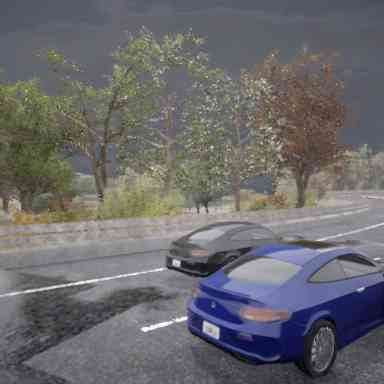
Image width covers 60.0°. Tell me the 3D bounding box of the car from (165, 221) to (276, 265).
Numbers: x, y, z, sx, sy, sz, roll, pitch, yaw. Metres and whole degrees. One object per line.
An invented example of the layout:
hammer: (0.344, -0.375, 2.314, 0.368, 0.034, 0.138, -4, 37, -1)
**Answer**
car: (1.430, 1.560, 9.469, 4.674, 1.442, 1.812, 0, 0, -38)

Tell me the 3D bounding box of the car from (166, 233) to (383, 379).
car: (2.061, 1.544, 5.529, 4.674, 1.442, 1.812, 0, 0, -38)
